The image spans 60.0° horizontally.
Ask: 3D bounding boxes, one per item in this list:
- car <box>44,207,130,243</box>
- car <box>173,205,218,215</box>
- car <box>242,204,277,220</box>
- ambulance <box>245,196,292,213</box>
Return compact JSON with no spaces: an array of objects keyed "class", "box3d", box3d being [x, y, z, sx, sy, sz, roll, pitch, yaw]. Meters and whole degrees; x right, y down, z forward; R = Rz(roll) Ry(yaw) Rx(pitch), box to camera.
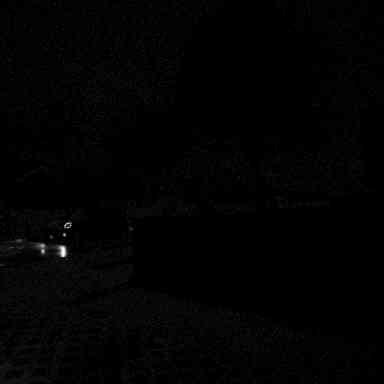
[{"class":"car","box3d":[-5.573,1.655,18.063,2.097,1.767,4.553,-1,-2,35]},{"class":"car","box3d":[0.286,1.819,26.441,2.097,1.767,4.553,-1,-2,35]},{"class":"car","box3d":[7.477,2.162,36.587,1.837,1.490,4.892,-1,-1,36]},{"class":"ambulance","box3d":[7.796,1.590,32.245,2.351,2.431,6.366,-1,-2,35]}]
